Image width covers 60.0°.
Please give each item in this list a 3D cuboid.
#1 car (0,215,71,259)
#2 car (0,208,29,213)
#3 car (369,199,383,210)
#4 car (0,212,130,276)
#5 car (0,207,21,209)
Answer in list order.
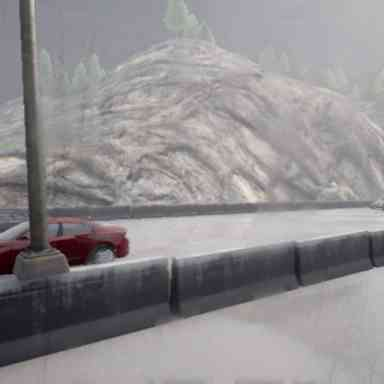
[{"bbox_3d":[-7.006,1.603,11.893,4.718,1.301,1.895,0,0,-36],"label":"car"},{"bbox_3d":[-9.053,1.603,14.733,4.718,1.301,1.895,0,0,-36],"label":"car"},{"bbox_3d":[25.004,1.598,43.298,4.674,1.442,1.812,0,0,-35],"label":"car"},{"bbox_3d":[-4.261,1.481,9.552,5.008,1.535,1.882,0,0,-36],"label":"car"},{"bbox_3d":[-10.398,1.551,18.071,5.357,1.411,2.033,0,0,-36],"label":"car"}]
